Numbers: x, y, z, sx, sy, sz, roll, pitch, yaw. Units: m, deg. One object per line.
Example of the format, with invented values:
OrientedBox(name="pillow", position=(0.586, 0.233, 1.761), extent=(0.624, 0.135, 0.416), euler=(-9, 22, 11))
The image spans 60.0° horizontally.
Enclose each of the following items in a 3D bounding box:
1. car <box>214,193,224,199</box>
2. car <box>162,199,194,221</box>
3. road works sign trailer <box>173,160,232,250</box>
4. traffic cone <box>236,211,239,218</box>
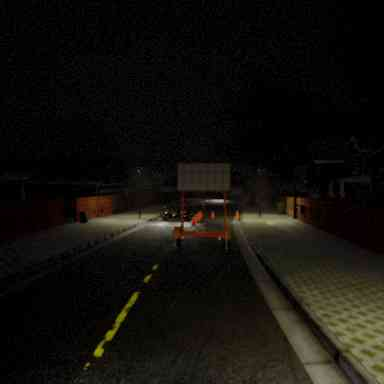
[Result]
OrientedBox(name="car", position=(5.478, 0.814, 66.439), extent=(1.895, 1.301, 4.718), euler=(0, 1, 9))
OrientedBox(name="car", position=(-0.985, 1.371, 25.793), extent=(1.837, 1.490, 4.892), euler=(0, 1, 8))
OrientedBox(name="road works sign trailer", position=(0.524, 0.426, 14.337), extent=(2.380, 3.560, 2.880), euler=(0, 0, 7))
OrientedBox(name="traffic cone", position=(3.672, 1.832, 27.053), extent=(0.340, 0.580, 0.340), euler=(0, 1, 8))
